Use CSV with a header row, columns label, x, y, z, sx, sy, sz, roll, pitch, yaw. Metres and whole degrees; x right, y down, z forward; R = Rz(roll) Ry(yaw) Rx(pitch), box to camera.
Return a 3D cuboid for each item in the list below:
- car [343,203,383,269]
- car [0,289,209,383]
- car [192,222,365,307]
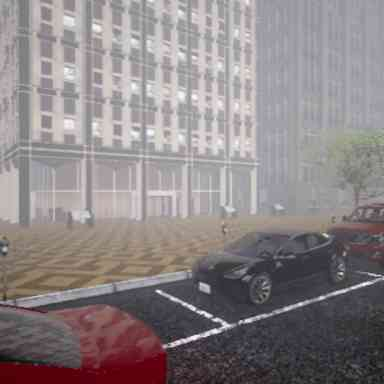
label,x,y,z,sx,sy,sz,roll,pitch,yaw
car,6.526,1.315,11.214,5.009,1.841,2.192,0,0,-35
car,-2.445,1.478,1.562,5.008,1.535,1.882,0,0,-35
car,2.030,1.565,8.009,4.313,1.339,1.947,0,0,-35
